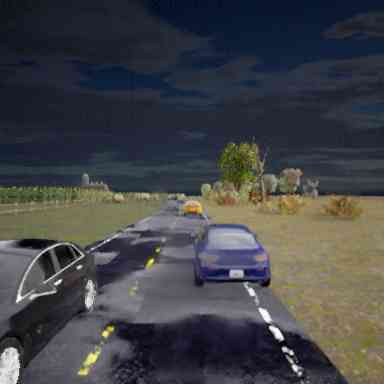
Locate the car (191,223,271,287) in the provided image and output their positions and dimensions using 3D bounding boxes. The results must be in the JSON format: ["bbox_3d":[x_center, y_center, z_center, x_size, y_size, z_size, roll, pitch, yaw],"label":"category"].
[{"bbox_3d":[0.962,1.607,9.450,1.812,1.442,4.674,0,0,0],"label":"car"}]

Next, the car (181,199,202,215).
[{"bbox_3d":[0.071,1.804,38.343,1.882,1.535,5.008,0,-1,0],"label":"car"}]

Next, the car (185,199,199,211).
[{"bbox_3d":[0.015,1.889,48.458,1.882,1.535,5.008,0,0,1],"label":"car"}]

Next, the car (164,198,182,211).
[{"bbox_3d":[-2.852,1.914,48.268,1.837,1.490,4.892,0,0,0],"label":"car"}]

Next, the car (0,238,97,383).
[{"bbox_3d":[-2.851,1.548,4.974,1.837,1.490,4.892,0,0,0],"label":"car"}]
